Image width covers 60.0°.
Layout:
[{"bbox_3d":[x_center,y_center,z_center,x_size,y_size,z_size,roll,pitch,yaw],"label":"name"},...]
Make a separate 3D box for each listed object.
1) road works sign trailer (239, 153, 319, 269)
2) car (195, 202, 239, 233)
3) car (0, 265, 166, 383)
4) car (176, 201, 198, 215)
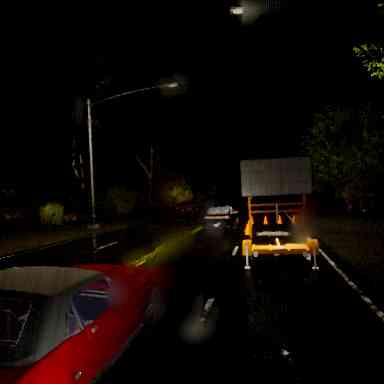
[{"bbox_3d":[2.916,0.537,11.441,2.380,3.560,2.880,-3,0,13],"label":"road works sign trailer"},{"bbox_3d":[1.909,1.686,21.409,2.128,1.511,4.902,-3,0,12],"label":"car"},{"bbox_3d":[-1.788,1.605,4.161,1.895,1.301,4.718,0,0,12],"label":"car"},{"bbox_3d":[-0.557,1.918,41.230,1.882,1.535,5.008,-3,0,13],"label":"car"}]
